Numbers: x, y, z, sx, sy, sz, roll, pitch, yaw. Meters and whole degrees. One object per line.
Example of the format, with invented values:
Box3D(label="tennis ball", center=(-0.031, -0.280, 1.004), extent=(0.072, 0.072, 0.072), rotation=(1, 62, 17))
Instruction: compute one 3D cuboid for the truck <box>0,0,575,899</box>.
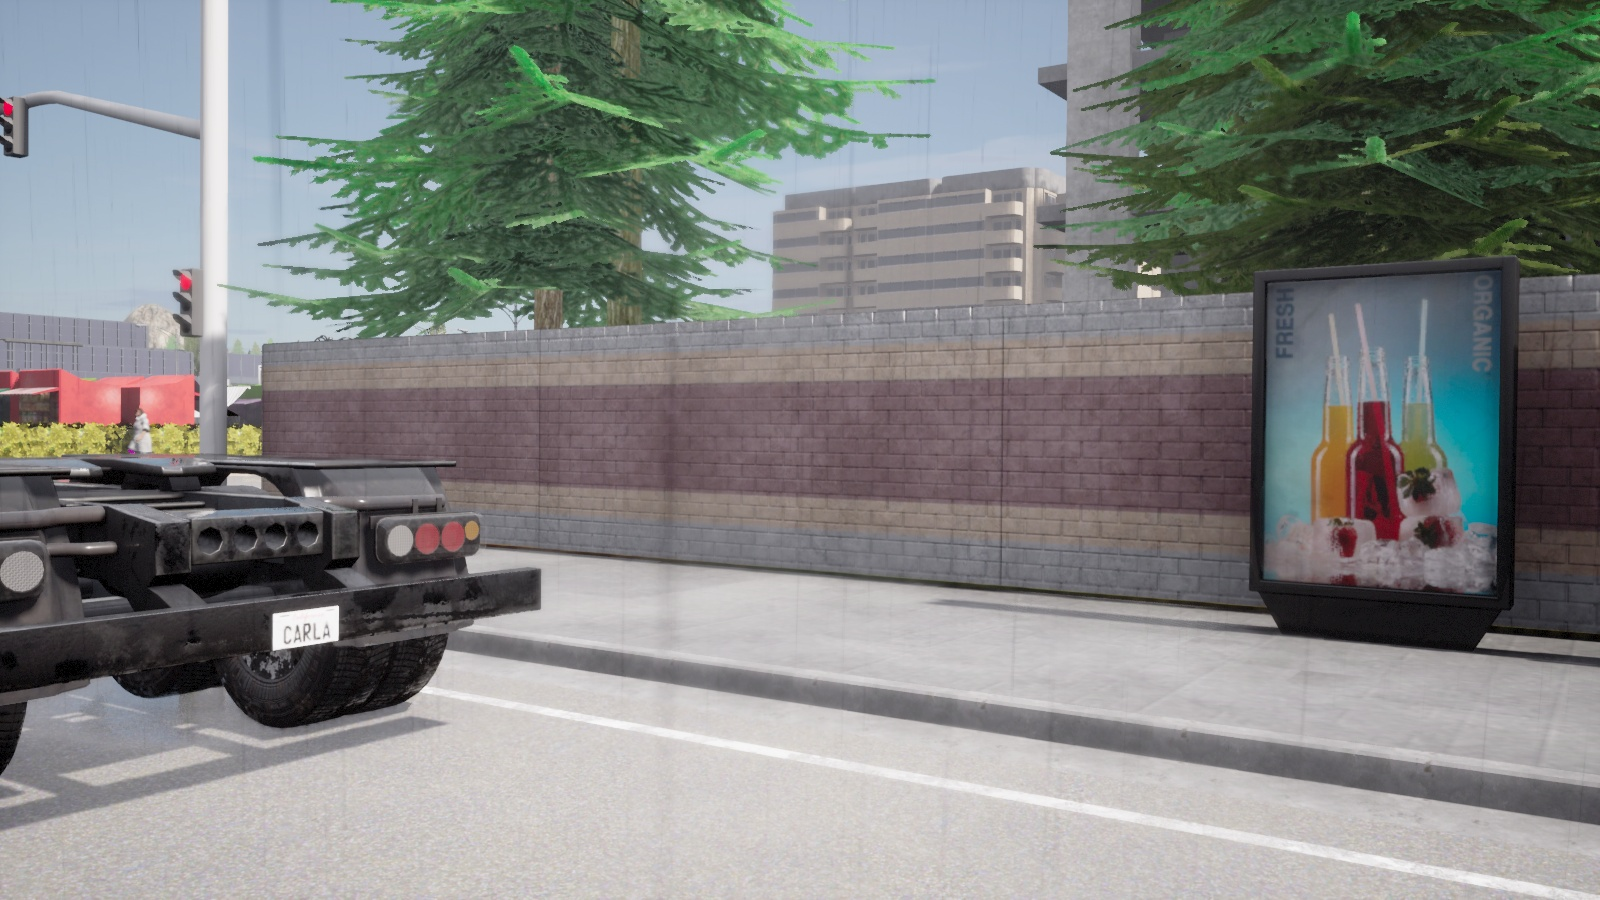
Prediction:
Box3D(label="truck", center=(-5.216, -0.300, 7.067), extent=(7.936, 3.462, 2.891), rotation=(0, 1, 34))

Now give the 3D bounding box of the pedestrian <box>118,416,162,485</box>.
Box3D(label="pedestrian", center=(-18.903, 0.010, 35.995), extent=(0.659, 1.952, 0.873), rotation=(0, 1, 33))
